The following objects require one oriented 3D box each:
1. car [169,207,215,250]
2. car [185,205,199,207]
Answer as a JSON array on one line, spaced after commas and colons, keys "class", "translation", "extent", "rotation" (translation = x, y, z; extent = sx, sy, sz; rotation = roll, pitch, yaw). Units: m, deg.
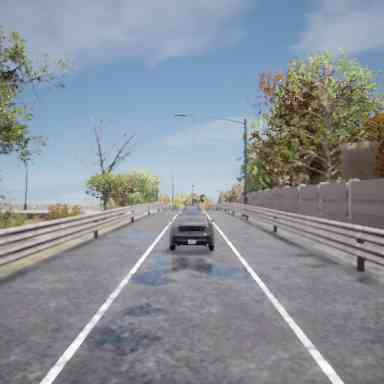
[{"class": "car", "translation": [0.006, 1.656, 15.080], "extent": [1.837, 1.490, 4.892], "rotation": [0, 0, 0]}, {"class": "car", "translation": [0.008, 1.858, 30.105], "extent": [1.994, 1.385, 4.181], "rotation": [0, -1, 0]}]
